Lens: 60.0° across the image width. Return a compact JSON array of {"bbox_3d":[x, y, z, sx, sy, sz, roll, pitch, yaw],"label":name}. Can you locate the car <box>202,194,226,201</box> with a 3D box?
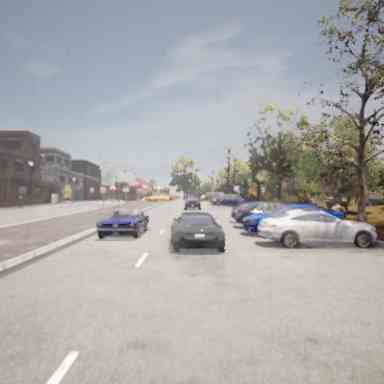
[{"bbox_3d":[5.036,1.358,77.193,5.366,1.575,1.946,0,-1,-1],"label":"car"}]

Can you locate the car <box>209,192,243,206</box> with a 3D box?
[{"bbox_3d":[5.121,1.128,47.773,4.553,1.767,2.185,0,0,0],"label":"car"}]

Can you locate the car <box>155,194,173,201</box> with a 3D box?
[{"bbox_3d":[-7.536,1.524,90.376,4.553,1.767,2.185,0,-1,-1],"label":"car"}]

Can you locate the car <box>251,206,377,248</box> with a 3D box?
[{"bbox_3d":[5.084,1.454,13.740,4.674,1.452,2.002,0,0,0],"label":"car"}]

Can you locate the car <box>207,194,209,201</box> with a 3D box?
[{"bbox_3d":[5.048,1.281,50.944,4.674,1.452,2.002,0,0,0],"label":"car"}]

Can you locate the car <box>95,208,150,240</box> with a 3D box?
[{"bbox_3d":[-3.326,1.521,16.722,1.895,1.301,4.718,0,0,0],"label":"car"}]

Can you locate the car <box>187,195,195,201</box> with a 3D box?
[{"bbox_3d":[-0.277,1.420,80.902,1.882,1.535,5.008,0,-1,-1],"label":"car"}]

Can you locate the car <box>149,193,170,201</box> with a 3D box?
[{"bbox_3d":[-7.369,1.201,75.198,4.553,1.767,2.185,0,-1,-1],"label":"car"}]

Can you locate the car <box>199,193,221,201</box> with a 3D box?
[{"bbox_3d":[4.701,1.350,88.373,5.566,2.045,2.435,0,-1,-1],"label":"car"}]

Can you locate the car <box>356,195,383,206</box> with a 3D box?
[{"bbox_3d":[21.996,1.113,39.272,4.902,1.511,2.128,-1,-2,0],"label":"car"}]

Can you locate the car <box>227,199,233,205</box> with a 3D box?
[{"bbox_3d":[5.084,1.409,23.438,4.674,1.452,2.002,0,0,0],"label":"car"}]

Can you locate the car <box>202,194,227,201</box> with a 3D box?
[{"bbox_3d":[5.059,1.318,74.533,5.366,1.575,1.946,0,-1,0],"label":"car"}]

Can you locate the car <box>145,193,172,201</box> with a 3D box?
[{"bbox_3d":[-7.560,1.287,72.277,5.366,1.575,1.946,0,-1,0],"label":"car"}]

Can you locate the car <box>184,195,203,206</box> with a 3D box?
[{"bbox_3d":[0.091,1.334,39.732,1.812,1.442,4.674,0,0,0],"label":"car"}]

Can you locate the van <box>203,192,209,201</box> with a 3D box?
[{"bbox_3d":[4.781,1.060,71.739,4.442,1.987,1.878,0,-1,0],"label":"van"}]

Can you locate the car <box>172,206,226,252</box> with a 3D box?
[{"bbox_3d":[0.182,1.499,13.663,1.994,1.385,4.181,0,0,-3],"label":"car"}]

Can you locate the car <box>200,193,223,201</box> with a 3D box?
[{"bbox_3d":[4.773,1.215,82.912,5.566,2.045,2.435,0,-1,-1],"label":"car"}]

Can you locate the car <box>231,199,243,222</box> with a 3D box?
[{"bbox_3d":[5.082,1.385,20.162,4.892,1.521,2.231,0,0,0],"label":"car"}]

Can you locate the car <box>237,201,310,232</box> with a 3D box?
[{"bbox_3d":[5.093,1.399,16.889,5.008,1.535,2.097,0,0,0],"label":"car"}]
